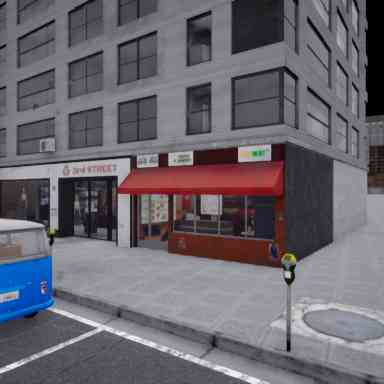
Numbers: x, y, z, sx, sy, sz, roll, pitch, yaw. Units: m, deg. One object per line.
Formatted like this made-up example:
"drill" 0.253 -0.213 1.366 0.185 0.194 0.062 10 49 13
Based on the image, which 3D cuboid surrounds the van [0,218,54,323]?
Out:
"van" -4.259 1.341 6.093 3.998 1.788 1.690 0 0 35
